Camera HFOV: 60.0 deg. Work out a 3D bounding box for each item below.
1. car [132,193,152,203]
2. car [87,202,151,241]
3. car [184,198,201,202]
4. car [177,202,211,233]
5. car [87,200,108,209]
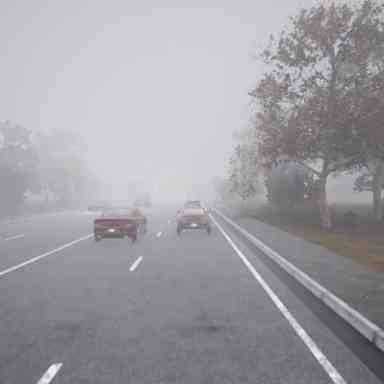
[{"bbox_3d":[-7.080,1.221,47.308,2.150,2.045,5.566,0,0,0],"label":"car"},{"bbox_3d":[-3.413,1.477,16.617,1.882,1.535,5.008,0,0,0],"label":"car"},{"bbox_3d":[0.099,1.491,40.622,2.128,1.511,4.902,0,0,0],"label":"car"},{"bbox_3d":[0.102,1.525,19.508,1.812,1.442,4.674,0,0,0],"label":"car"},{"bbox_3d":[-10.592,1.563,38.280,1.994,1.385,4.181,0,0,0],"label":"car"}]
